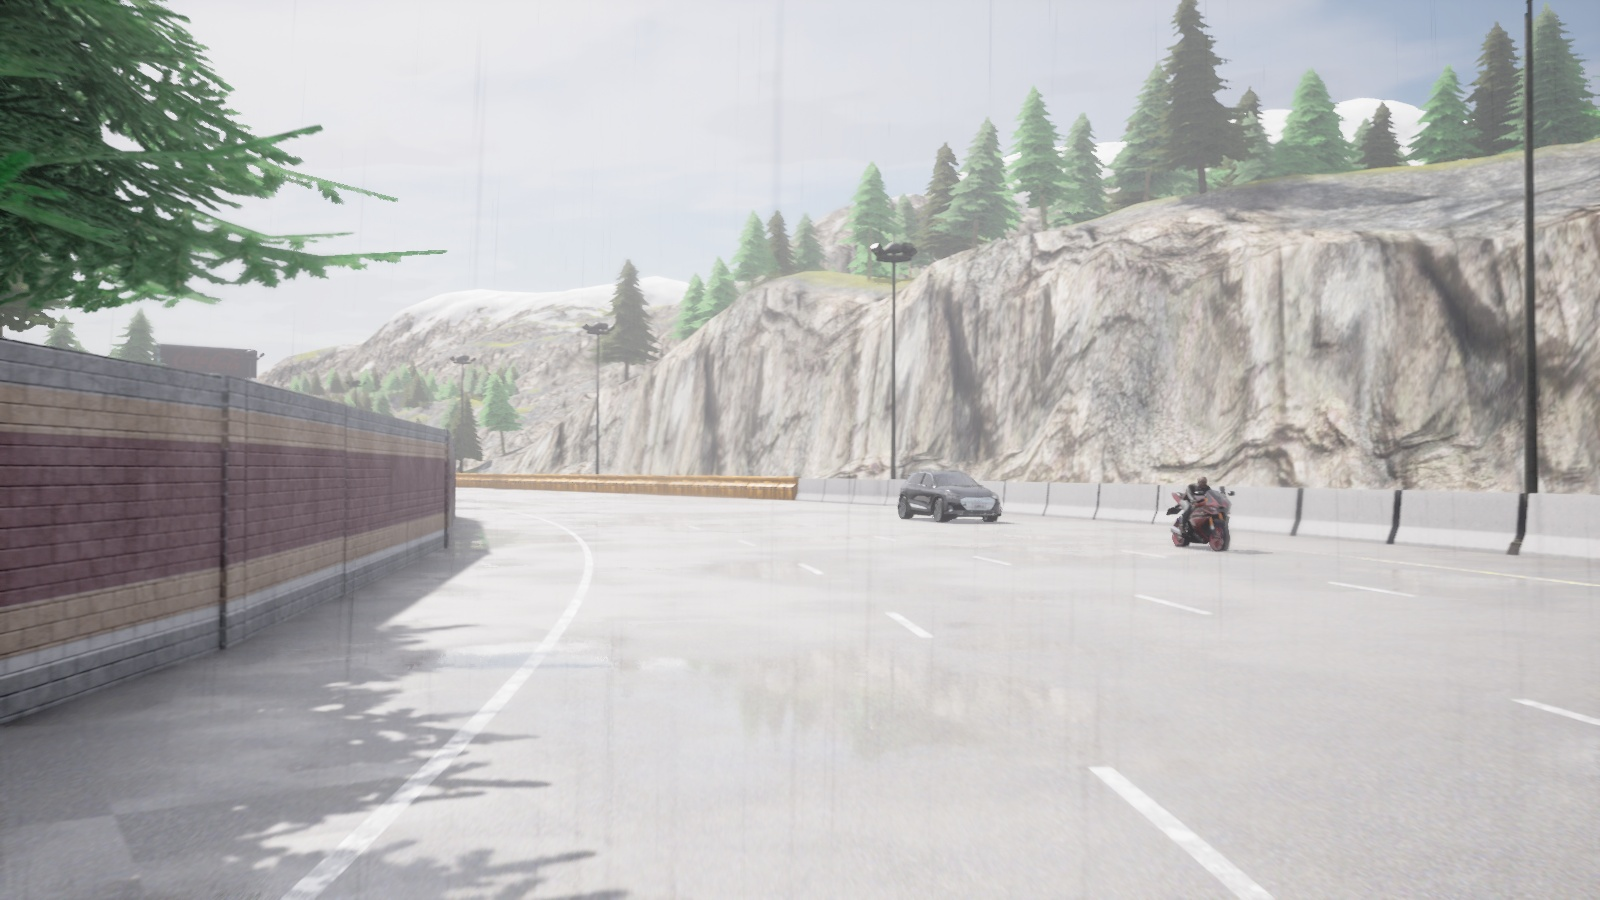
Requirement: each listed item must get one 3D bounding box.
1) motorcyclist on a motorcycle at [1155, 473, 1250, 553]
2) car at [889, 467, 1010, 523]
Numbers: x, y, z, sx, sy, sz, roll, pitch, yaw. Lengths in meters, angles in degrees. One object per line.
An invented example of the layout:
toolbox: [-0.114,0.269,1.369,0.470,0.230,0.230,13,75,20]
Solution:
motorcyclist on a motorcycle: [8.114,1.240,25.437,0.866,1.530,2.191,0,-1,-11]
car: [4.641,1.391,39.825,2.033,1.649,4.856,0,-1,-17]
